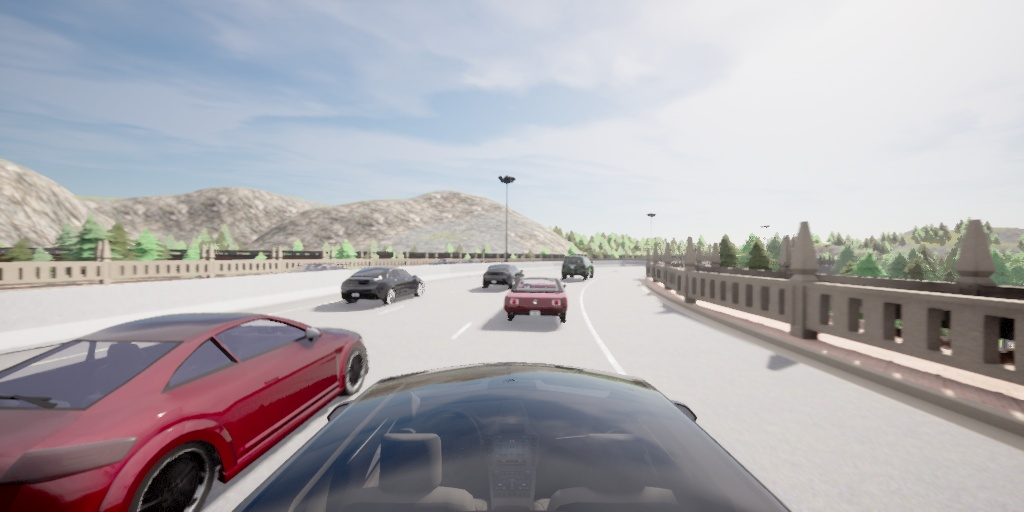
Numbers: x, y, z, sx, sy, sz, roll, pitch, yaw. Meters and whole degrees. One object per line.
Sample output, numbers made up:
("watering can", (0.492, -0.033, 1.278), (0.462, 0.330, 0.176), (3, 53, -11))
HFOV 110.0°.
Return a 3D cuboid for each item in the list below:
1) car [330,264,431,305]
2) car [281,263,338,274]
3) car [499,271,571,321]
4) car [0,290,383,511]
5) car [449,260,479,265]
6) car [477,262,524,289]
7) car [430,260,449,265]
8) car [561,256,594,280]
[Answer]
("car", (-5.544, 1.240, 15.969), (1.837, 1.490, 4.892), (0, 0, 9))
("car", (-11.818, 1.199, 21.506), (2.128, 1.511, 4.902), (0, 0, 12))
("car", (0.953, 1.366, 12.540), (1.895, 1.301, 4.718), (0, 0, 7))
("car", (-3.242, 1.299, 3.922), (1.994, 1.385, 4.181), (0, 0, 1))
("car", (-5.889, 1.258, 48.715), (2.128, 1.511, 4.902), (0, 0, 27))
("car", (-0.462, 1.273, 23.214), (1.837, 1.490, 4.892), (0, 0, 14))
("car", (-9.558, 1.239, 49.208), (2.128, 1.511, 4.902), (0, 0, 26))
("car", (5.896, 1.030, 31.839), (2.150, 2.045, 5.566), (0, 0, 21))
